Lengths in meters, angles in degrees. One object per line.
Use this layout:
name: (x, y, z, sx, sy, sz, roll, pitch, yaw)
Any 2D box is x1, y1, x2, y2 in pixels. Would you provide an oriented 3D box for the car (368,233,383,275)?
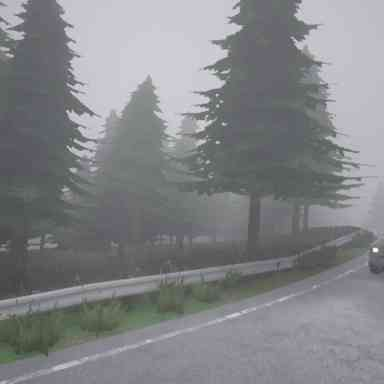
car: (6.629, 1.609, 9.616, 1.895, 1.301, 4.718, 1, 0, 41)
